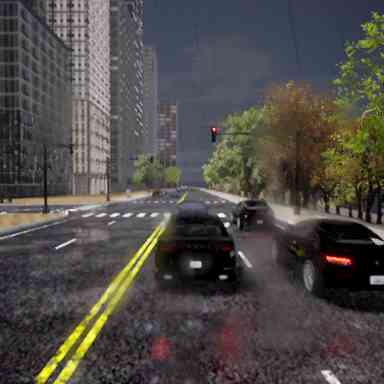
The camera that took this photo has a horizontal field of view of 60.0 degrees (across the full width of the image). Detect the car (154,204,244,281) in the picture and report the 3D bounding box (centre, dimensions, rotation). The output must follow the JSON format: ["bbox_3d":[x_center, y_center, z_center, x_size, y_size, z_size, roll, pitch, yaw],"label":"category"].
[{"bbox_3d":[0.082,1.305,9.321,1.882,1.535,5.008,0,1,0],"label":"car"}]

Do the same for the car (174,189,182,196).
[{"bbox_3d":[-3.319,0.054,78.968,1.837,1.490,4.892,0,1,0],"label":"car"}]

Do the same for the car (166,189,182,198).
[{"bbox_3d":[-3.328,0.385,63.366,2.033,1.411,5.357,0,1,1],"label":"car"}]

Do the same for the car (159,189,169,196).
[{"bbox_3d":[-6.569,0.086,78.571,2.128,1.511,4.902,0,1,0],"label":"car"}]

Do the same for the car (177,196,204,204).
[{"bbox_3d":[0.055,1.195,19.130,2.033,1.411,5.357,0,1,0],"label":"car"}]

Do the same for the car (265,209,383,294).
[{"bbox_3d":[3.324,1.373,8.237,1.812,1.442,4.674,0,1,0],"label":"car"}]

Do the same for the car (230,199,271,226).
[{"bbox_3d":[3.309,1.163,18.534,1.837,1.490,4.892,0,1,0],"label":"car"}]

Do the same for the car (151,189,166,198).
[{"bbox_3d":[-6.585,0.342,63.375,1.837,1.490,4.892,0,1,1],"label":"car"}]

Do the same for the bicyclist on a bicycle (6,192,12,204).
[{"bbox_3d":[-24.689,0.761,44.859,0.582,1.620,1.656,-1,2,0],"label":"bicyclist on a bicycle"}]
